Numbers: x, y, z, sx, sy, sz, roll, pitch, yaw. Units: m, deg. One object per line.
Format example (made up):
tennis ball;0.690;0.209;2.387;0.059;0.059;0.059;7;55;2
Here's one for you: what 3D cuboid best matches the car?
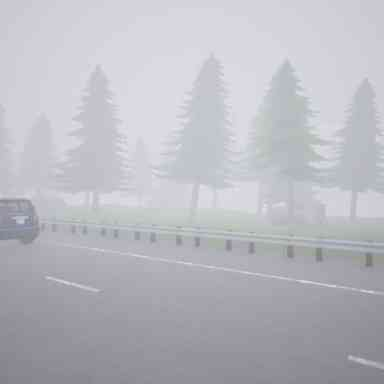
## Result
car;-8.932;1.255;14.423;5.566;2.045;2.150;0;0;33
